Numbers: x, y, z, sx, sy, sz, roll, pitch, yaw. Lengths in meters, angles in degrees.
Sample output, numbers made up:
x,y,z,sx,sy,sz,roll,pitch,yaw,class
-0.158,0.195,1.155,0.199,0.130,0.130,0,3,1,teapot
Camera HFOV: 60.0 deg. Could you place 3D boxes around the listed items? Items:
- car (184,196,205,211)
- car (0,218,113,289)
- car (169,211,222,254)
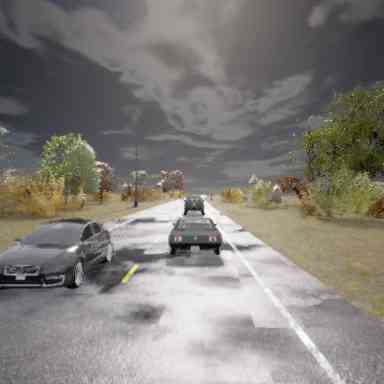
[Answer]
x,y,z,sx,sy,sz,roll,pitch,yaw,class
0.246,1.428,37.213,2.150,2.045,5.566,0,0,0,car
-3.583,1.556,9.396,1.837,1.490,4.892,0,0,0,car
0.123,1.677,13.803,1.895,1.301,4.718,0,0,0,car
